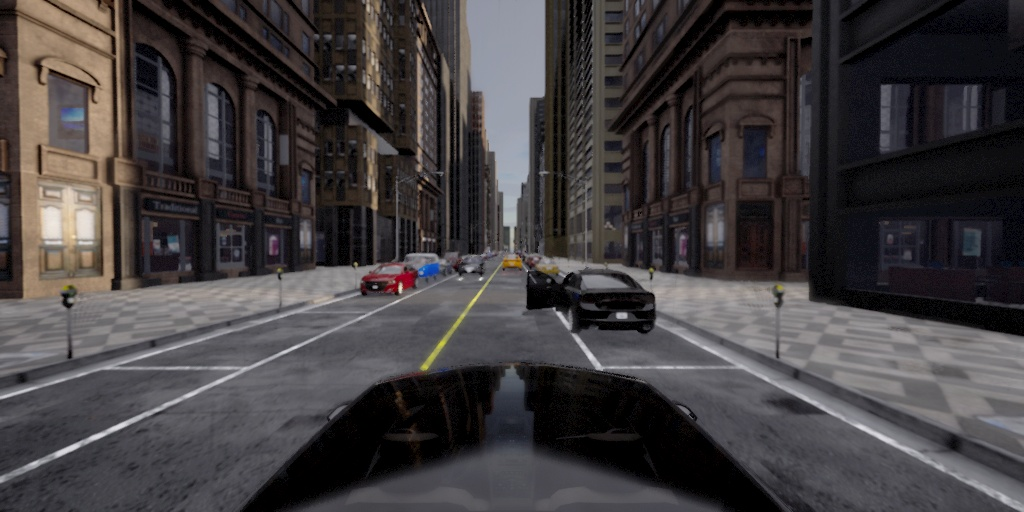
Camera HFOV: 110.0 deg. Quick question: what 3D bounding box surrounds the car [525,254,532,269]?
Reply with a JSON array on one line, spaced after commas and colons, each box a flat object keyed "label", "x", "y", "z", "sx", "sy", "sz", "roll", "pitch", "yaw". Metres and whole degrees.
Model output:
[{"label": "car", "x": 2.722, "y": 0.694, "z": 39.890, "sx": 1.802, "sy": 1.307, "sz": 4.207, "roll": 0, "pitch": 0, "yaw": 0}]

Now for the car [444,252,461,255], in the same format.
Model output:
[{"label": "car", "x": -5.797, "y": 0.523, "z": 34.250, "sx": 2.192, "sy": 1.841, "sz": 5.009, "roll": 0, "pitch": 0, "yaw": 0}]

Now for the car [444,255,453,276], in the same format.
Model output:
[{"label": "car", "x": -5.791, "y": 0.852, "z": 28.632, "sx": 2.007, "sy": 1.370, "sz": 4.403, "roll": 0, "pitch": 0, "yaw": 0}]

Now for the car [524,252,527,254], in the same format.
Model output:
[{"label": "car", "x": 2.709, "y": 0.452, "z": 51.295, "sx": 1.751, "sy": 1.417, "sz": 4.829, "roll": 0, "pitch": 0, "yaw": 0}]

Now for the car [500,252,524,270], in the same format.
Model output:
[{"label": "car", "x": 0.029, "y": 0.635, "z": 37.198, "sx": 1.882, "sy": 1.535, "sz": 5.008, "roll": 0, "pitch": 1, "yaw": 0}]

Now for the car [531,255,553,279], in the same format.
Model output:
[{"label": "car", "x": 2.734, "y": 0.824, "z": 28.824, "sx": 1.751, "sy": 1.417, "sz": 4.829, "roll": 0, "pitch": 0, "yaw": 0}]

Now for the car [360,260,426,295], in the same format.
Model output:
[{"label": "car", "x": -5.779, "y": 1.034, "z": 17.397, "sx": 1.888, "sy": 1.381, "sz": 4.507, "roll": 0, "pitch": 0, "yaw": 0}]

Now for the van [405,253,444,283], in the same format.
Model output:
[{"label": "van", "x": -5.785, "y": 0.736, "z": 23.015, "sx": 1.690, "sy": 1.789, "sz": 3.998, "roll": 0, "pitch": 0, "yaw": 0}]

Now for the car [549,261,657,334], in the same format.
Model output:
[{"label": "car", "x": 2.352, "y": 1.085, "z": 10.153, "sx": 1.882, "sy": 1.535, "sz": 5.008, "roll": 0, "pitch": 1, "yaw": 0}]

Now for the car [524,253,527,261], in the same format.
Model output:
[{"label": "car", "x": 2.716, "y": 0.601, "z": 45.507, "sx": 1.802, "sy": 1.307, "sz": 4.207, "roll": 0, "pitch": 0, "yaw": 0}]

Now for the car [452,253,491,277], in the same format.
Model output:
[{"label": "car", "x": -3.124, "y": 0.790, "z": 28.736, "sx": 2.128, "sy": 1.511, "sz": 4.902, "roll": 0, "pitch": 1, "yaw": 0}]
